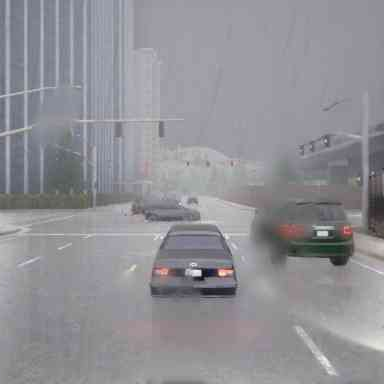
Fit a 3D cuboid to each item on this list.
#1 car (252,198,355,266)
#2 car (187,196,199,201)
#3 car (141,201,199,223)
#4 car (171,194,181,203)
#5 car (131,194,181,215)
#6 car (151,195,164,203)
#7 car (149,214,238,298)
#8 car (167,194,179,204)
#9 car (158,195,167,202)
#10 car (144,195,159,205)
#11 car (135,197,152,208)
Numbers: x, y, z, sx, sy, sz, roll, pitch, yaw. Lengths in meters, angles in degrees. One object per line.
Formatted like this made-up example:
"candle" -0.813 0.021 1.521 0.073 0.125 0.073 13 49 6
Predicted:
"car" 3.575 1.221 11.716 2.150 2.045 5.566 0 0 1
"car" 0.121 1.504 62.126 1.837 1.490 4.892 0 0 0
"car" -1.435 1.588 25.053 4.181 1.385 1.994 0 0 0
"car" -3.475 1.355 72.598 2.097 1.767 4.553 0 0 0
"car" -3.782 1.383 33.297 4.553 1.767 2.097 0 0 -44
"car" -6.990 1.491 68.071 2.128 1.511 4.902 0 0 0
"car" 0.058 1.547 8.683 2.033 1.411 5.357 0 0 1
"car" -3.538 1.352 62.564 2.097 1.767 4.553 0 0 0
"car" -6.974 1.516 78.309 1.812 1.442 4.674 0 0 0
"car" -7.059 1.352 58.134 2.097 1.767 4.553 0 0 0
"car" -7.075 1.504 48.942 1.837 1.490 4.892 0 0 0
